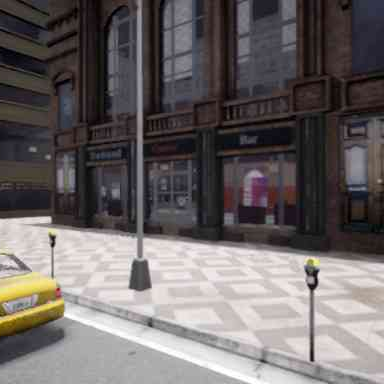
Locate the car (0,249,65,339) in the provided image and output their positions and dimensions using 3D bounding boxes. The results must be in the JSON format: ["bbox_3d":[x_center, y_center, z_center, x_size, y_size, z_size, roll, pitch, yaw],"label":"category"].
[{"bbox_3d":[-4.278,1.547,6.015,4.829,1.417,1.752,0,0,35],"label":"car"}]
